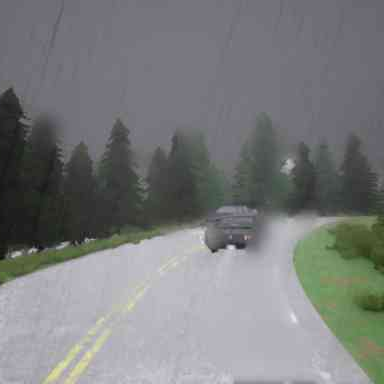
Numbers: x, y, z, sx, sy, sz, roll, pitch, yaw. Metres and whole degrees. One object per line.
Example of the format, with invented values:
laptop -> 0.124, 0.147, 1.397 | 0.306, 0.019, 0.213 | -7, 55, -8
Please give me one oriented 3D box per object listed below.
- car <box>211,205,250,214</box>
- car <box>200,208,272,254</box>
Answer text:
car -> 2.634, 1.556, 21.580 | 2.033, 1.411, 5.357 | -4, -1, 34
car -> 2.050, 1.548, 13.271 | 1.895, 1.301, 4.718 | -2, 0, 19
